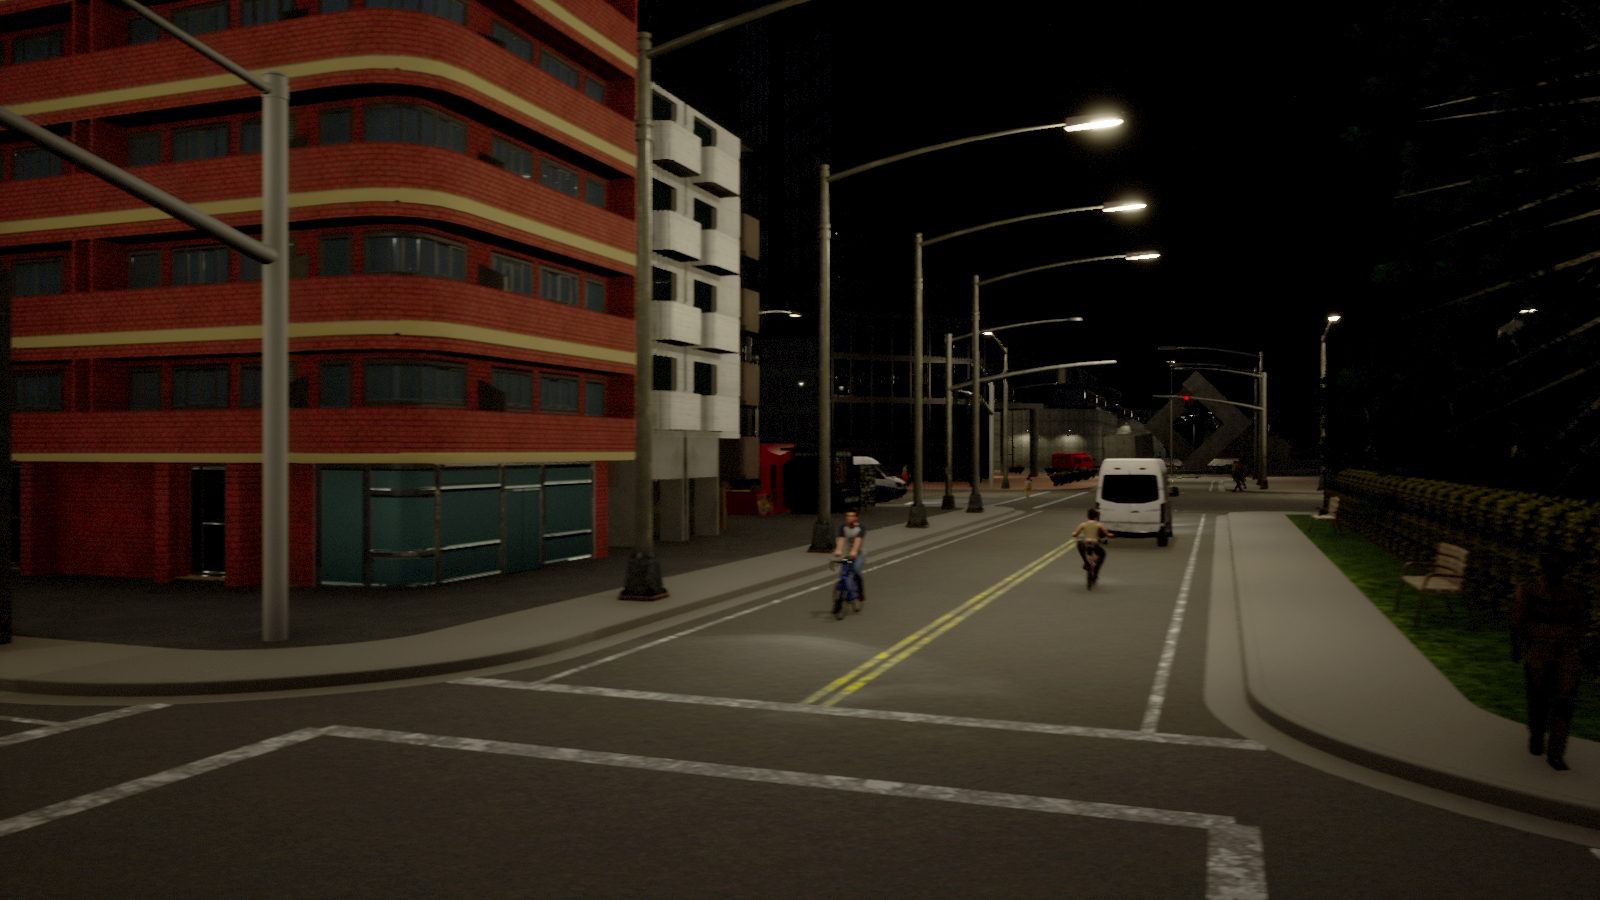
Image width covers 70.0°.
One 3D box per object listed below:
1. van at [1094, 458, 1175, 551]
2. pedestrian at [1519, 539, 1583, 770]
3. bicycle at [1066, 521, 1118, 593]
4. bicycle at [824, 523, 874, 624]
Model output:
[{"bbox_3d":[10.353,1.534,35.079,1.988,2.561,5.915,0,0,20],"label":"van"},{"bbox_3d":[6.330,1.700,9.641,0.375,1.860,0.375,0,0,21],"label":"pedestrian"},{"bbox_3d":[5.940,2.145,23.196,0.859,1.301,1.487,0,0,20],"label":"bicycle"},{"bbox_3d":[0.838,2.043,19.257,0.373,1.521,1.643,0,0,20],"label":"bicycle"}]
